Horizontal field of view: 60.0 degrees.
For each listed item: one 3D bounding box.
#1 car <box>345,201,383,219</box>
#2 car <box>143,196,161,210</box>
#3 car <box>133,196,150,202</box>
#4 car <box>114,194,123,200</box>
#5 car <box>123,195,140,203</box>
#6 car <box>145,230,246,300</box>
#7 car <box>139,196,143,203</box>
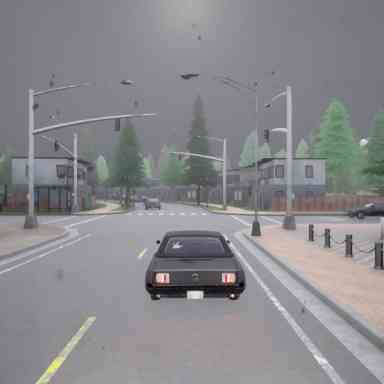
[{"bbox_3d":[15.405,1.510,28.052,4.674,1.442,1.812,0,0,1],"label":"car"},{"bbox_3d":[-4.946,1.491,42.447,1.812,1.442,4.674,0,0,-6],"label":"car"},{"bbox_3d":[-10.963,1.505,71.921,1.994,1.385,4.181,0,0,-36],"label":"car"},{"bbox_3d":[-16.966,1.322,79.982,4.674,1.442,1.812,0,0,45],"label":"car"},{"bbox_3d":[-11.571,1.469,65.735,1.837,1.490,4.892,0,0,-26],"label":"car"},{"bbox_3d":[0.033,1.601,8.325,1.895,1.301,4.718,0,0,-1],"label":"car"},{"bbox_3d":[-6.638,1.513,52.715,2.033,1.411,5.357,0,0,-15],"label":"car"}]
